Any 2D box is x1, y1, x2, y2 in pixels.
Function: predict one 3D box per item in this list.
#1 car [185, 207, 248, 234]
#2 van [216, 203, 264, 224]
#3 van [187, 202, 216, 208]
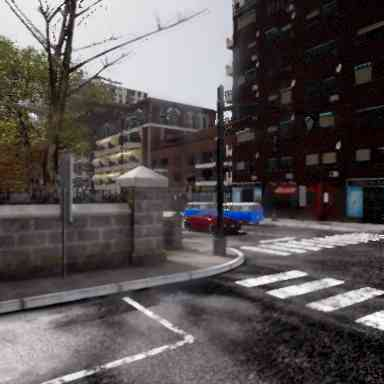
[{"bbox_3d":[1.337,1.954,22.139,1.994,1.385,4.181,0,-1,-36],"label":"car"},{"bbox_3d":[4.165,1.814,28.068,1.690,1.788,3.998,-1,0,-36],"label":"van"},{"bbox_3d":[0.907,1.903,32.547,1.690,1.788,3.998,-1,0,-36],"label":"van"}]
